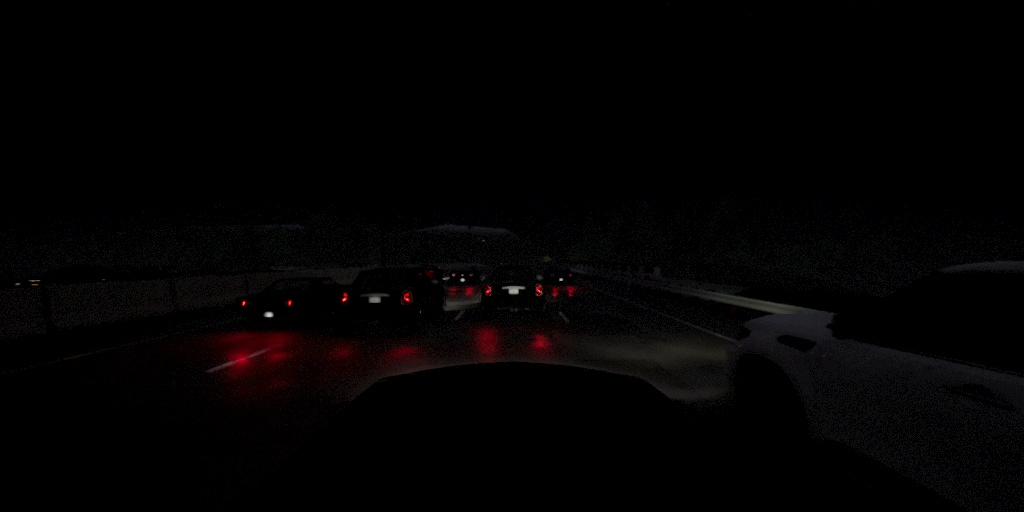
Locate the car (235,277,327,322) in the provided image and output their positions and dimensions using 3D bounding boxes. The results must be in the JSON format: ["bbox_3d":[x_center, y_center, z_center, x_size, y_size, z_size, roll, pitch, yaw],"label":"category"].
[{"bbox_3d":[-6.945,1.385,12.448,1.895,1.301,4.718,0,0,0],"label":"car"}]

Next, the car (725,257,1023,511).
[{"bbox_3d":[3.568,0.969,1.842,2.150,2.045,5.566,0,0,0],"label":"car"}]

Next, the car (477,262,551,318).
[{"bbox_3d":[0.050,1.126,13.210,2.097,1.767,4.553,0,0,0],"label":"car"}]

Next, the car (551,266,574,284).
[{"bbox_3d":[3.489,1.398,27.711,1.895,1.301,4.718,0,0,0],"label":"car"}]

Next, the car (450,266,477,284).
[{"bbox_3d":[-3.511,1.410,27.693,1.895,1.301,4.718,0,0,0],"label":"car"}]

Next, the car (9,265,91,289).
[{"bbox_3d":[-28.186,1.343,22.851,1.837,1.490,4.892,0,0,0],"label":"car"}]

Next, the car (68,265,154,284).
[{"bbox_3d":[-24.688,1.436,23.160,1.895,1.301,4.718,0,0,0],"label":"car"}]

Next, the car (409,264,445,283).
[{"bbox_3d":[-7.021,1.384,30.006,1.994,1.385,4.181,0,0,0],"label":"car"}]

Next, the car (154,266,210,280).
[{"bbox_3d":[-21.192,1.396,24.450,1.994,1.385,4.181,0,0,0],"label":"car"}]

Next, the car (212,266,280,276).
[{"bbox_3d":[-17.693,1.390,24.499,1.994,1.385,4.181,0,0,0],"label":"car"}]

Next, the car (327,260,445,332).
[{"bbox_3d":[-3.444,1.127,11.113,2.097,1.767,4.553,0,0,0],"label":"car"}]
